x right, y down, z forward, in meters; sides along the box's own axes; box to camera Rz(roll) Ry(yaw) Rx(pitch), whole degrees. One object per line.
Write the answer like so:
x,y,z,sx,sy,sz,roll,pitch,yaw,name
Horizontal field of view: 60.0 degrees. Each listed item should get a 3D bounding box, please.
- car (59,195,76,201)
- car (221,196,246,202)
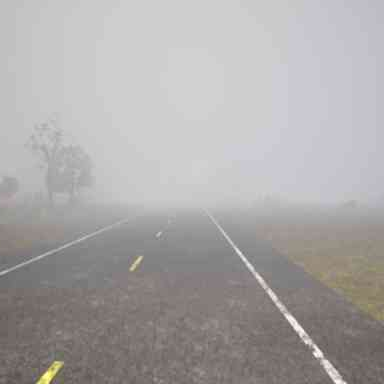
-29.705,1.342,80.087,5.008,1.535,1.882,0,0,-2,car
9.216,1.583,74.151,5.357,1.411,2.033,0,0,-2,car
